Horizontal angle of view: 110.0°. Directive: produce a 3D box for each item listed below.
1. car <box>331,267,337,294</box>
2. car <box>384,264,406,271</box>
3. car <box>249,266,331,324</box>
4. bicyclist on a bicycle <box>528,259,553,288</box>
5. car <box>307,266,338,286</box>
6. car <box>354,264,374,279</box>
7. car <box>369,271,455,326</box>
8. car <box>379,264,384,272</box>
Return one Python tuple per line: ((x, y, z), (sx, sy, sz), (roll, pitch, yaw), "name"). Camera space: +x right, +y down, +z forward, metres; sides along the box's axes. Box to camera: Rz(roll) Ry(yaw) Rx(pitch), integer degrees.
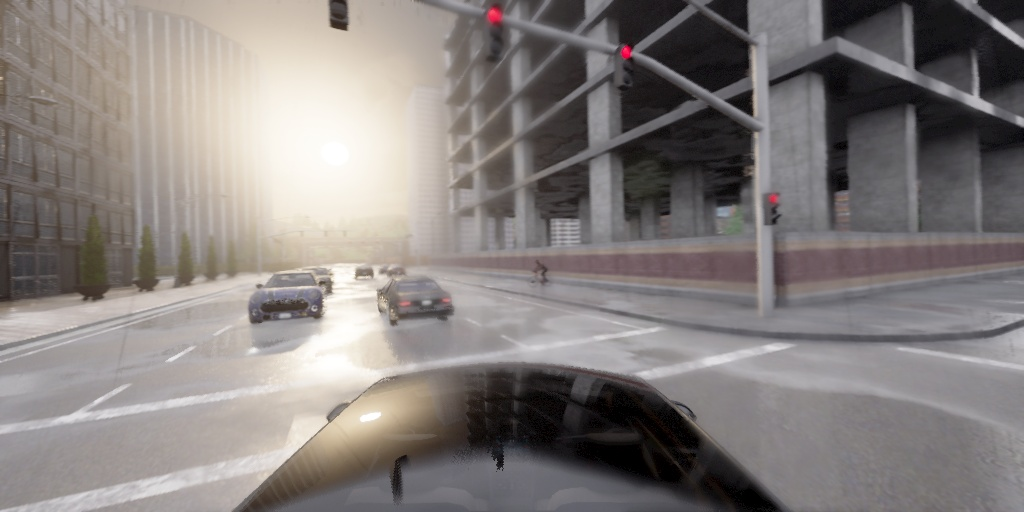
((-12.382, 1.460, 22.467), (2.097, 1.767, 4.553), (-2, 0, -25), "car")
((-13.423, 1.645, 41.657), (1.812, 1.442, 4.674), (-2, 0, -25), "car")
((-8.207, 1.351, 13.497), (2.097, 1.767, 4.553), (-2, 0, -25), "car")
((1.640, 1.014, 20.720), (1.656, 1.620, 0.582), (-2, 0, -25), "bicyclist on a bicycle")
((-16.760, 1.714, 31.917), (2.128, 1.511, 4.902), (-2, 0, -25), "car")
((-16.551, 1.687, 40.079), (1.882, 1.535, 5.008), (-2, 0, -24), "car")
((-3.548, 1.415, 12.510), (2.033, 1.411, 5.357), (-2, 0, -26), "car")
((-17.343, 1.786, 49.955), (1.994, 1.385, 4.181), (-2, 0, -25), "car")
